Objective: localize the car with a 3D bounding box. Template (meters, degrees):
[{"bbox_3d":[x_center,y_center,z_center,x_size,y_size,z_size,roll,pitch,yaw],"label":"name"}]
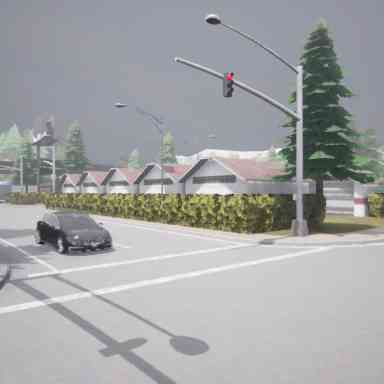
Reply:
[{"bbox_3d":[-4.960,1.572,13.605,1.837,1.490,4.892,0,2,-39],"label":"car"}]
